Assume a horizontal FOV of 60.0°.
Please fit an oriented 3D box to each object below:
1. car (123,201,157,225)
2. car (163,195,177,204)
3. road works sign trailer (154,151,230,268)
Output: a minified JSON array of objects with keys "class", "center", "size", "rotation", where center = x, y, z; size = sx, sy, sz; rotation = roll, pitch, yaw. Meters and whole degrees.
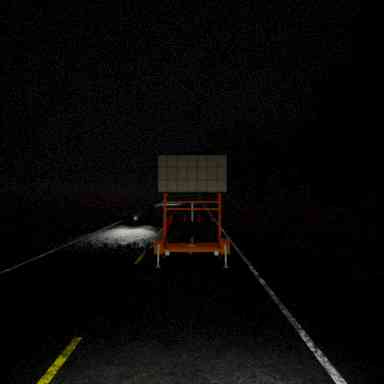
[{"class":"car","center":[-3.596,1.407,23.655],"size":[2.128,1.511,4.902],"rotation":[0,0,0]},{"class":"car","center":[-3.492,1.192,53.335],"size":[1.994,1.385,4.181],"rotation":[0,1,0]},{"class":"road works sign trailer","center":[0.013,0.444,11.212],"size":[2.380,3.560,2.880],"rotation":[0,0,1]}]
